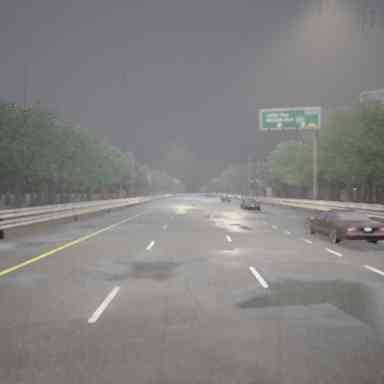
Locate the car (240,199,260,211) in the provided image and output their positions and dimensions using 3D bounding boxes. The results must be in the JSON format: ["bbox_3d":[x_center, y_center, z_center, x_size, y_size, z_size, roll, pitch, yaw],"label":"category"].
[{"bbox_3d":[7.084,1.544,40.753,1.994,1.385,4.181,0,0,0],"label":"car"}]

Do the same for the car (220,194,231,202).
[{"bbox_3d":[7.169,1.479,72.156,1.812,1.442,4.674,0,0,0],"label":"car"}]

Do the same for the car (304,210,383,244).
[{"bbox_3d":[7.018,1.544,15.764,2.033,1.411,5.357,0,0,0],"label":"car"}]
